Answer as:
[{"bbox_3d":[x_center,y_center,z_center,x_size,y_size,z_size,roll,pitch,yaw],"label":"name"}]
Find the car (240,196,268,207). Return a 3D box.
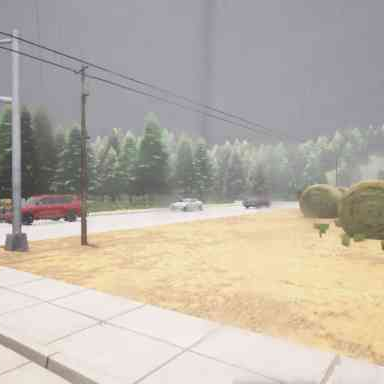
[{"bbox_3d":[9.440,1.387,50.417,2.033,1.411,5.357,0,0,37],"label":"car"}]

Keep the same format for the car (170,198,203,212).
[{"bbox_3d":[-0.528,1.453,37.149,1.812,1.442,4.674,0,0,36],"label":"car"}]

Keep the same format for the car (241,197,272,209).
[{"bbox_3d":[8.495,1.412,43.100,2.033,1.411,5.357,0,0,37],"label":"car"}]

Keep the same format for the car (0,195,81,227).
[{"bbox_3d":[-10.567,1.237,23.655,2.150,2.045,5.566,0,0,37],"label":"car"}]
